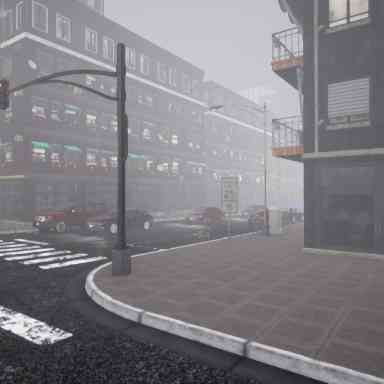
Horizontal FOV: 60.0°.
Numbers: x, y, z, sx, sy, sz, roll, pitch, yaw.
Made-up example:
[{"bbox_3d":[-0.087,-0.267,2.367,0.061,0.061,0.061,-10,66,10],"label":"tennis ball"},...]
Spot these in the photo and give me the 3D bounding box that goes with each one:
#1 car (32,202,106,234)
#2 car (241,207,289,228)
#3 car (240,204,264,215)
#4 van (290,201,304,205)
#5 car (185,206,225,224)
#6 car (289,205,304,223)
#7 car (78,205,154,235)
[{"bbox_3d":[-7.619,1.604,21.620,2.192,1.841,5.009,-1,-2,35],"label":"car"},{"bbox_3d":[5.786,2.048,26.153,1.802,1.307,4.206,-2,-2,35],"label":"car"},{"bbox_3d":[7.297,2.189,38.259,1.837,1.490,4.892,0,-1,36],"label":"car"},{"bbox_3d":[18.554,2.464,58.802,1.690,1.788,3.998,-2,-2,35],"label":"van"},{"bbox_3d":[1.322,2.020,29.782,1.812,1.442,4.674,0,-1,35],"label":"car"},{"bbox_3d":[9.057,2.121,30.803,2.008,1.369,4.403,-2,-2,35],"label":"car"},{"bbox_3d":[-4.533,1.814,21.479,1.837,1.490,4.892,0,-1,35],"label":"car"}]
